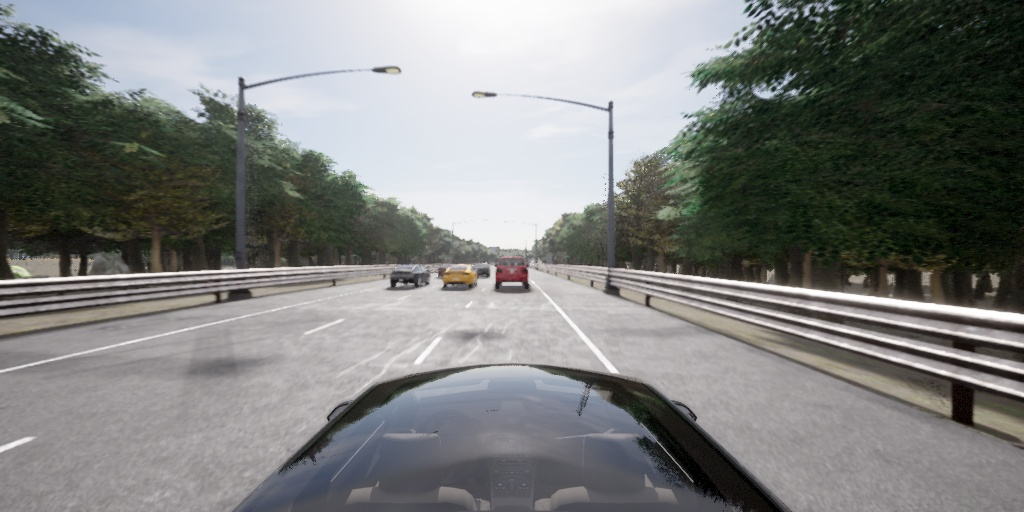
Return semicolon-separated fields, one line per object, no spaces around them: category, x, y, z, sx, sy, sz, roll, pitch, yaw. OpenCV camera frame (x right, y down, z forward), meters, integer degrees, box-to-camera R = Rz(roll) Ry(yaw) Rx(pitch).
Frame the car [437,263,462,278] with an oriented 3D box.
car;-6.950;1.591;40.305;1.882;1.535;5.008;0;-1;0

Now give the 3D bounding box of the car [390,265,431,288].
car;-6.991;1.361;25.061;1.837;1.490;4.892;0;-1;1

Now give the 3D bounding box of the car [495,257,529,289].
car;0.001;1.070;24.330;2.150;2.045;5.566;0;-1;0

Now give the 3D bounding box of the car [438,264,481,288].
car;-3.493;1.334;24.884;1.882;1.535;5.008;0;-1;0

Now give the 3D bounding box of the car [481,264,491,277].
car;-3.447;1.598;40.710;1.882;1.535;5.008;0;-1;0
